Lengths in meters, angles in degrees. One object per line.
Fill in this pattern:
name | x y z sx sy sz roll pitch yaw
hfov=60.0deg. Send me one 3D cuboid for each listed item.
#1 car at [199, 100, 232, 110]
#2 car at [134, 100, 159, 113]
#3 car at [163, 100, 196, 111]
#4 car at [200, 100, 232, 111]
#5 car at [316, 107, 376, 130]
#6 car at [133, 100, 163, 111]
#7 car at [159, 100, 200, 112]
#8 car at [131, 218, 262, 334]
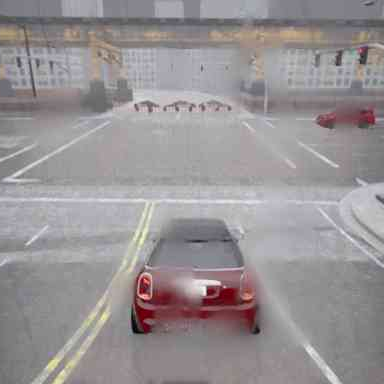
car | 3.461 -13.050 49.698 4.536 1.218 1.853 11 22 28
car | -6.483 -12.703 49.172 4.974 1.542 2.038 18 26 42
car | -1.834 -12.830 49.066 4.536 1.218 1.853 -13 23 -33
car | 3.506 -12.892 49.726 4.974 1.542 2.038 11 22 28
car | 15.578 -7.521 33.703 5.566 2.045 2.150 0 19 1
car | -6.520 -12.863 49.154 4.536 1.218 1.853 18 26 42
car | -1.876 -12.672 49.089 4.974 1.542 2.038 -13 23 -33
car | 0.077 1.340 7.142 2.097 1.767 4.553 0 5 0
